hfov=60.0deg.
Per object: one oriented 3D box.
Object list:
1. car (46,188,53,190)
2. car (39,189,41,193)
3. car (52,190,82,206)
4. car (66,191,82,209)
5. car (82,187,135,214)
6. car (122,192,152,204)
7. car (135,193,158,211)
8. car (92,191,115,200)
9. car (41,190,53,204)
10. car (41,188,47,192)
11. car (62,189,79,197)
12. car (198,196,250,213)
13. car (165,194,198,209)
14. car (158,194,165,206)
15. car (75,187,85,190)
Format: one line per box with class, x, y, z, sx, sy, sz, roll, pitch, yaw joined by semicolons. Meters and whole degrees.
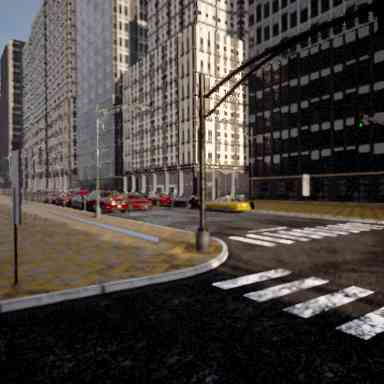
car;-30.254;-0.020;73.865;1.887;1.381;4.507;1;1;-36
car;-36.883;-0.331;82.938;1.967;1.590;4.097;1;1;-36
car;-13.802;0.791;37.153;1.887;1.381;4.507;1;1;-36
car;-10.487;0.917;32.618;1.947;1.339;4.313;1;1;-36
car;-7.167;0.770;28.078;2.192;1.841;5.009;1;1;-36
car;-7.042;0.728;42.105;1.947;1.339;4.313;1;1;-36
car;-5.331;0.899;29.932;1.882;1.535;5.008;-1;2;-36
car;-13.674;0.519;51.180;1.947;1.339;4.313;1;1;-36
car;-17.118;0.724;41.690;1.802;1.307;4.206;1;1;-36
car;-33.568;-0.228;78.401;1.967;1.590;4.097;1;1;-36
car;-23.721;0.164;64.928;1.752;1.417;4.829;1;1;-36
car;2.875;0.997;28.686;1.752;1.417;4.829;1;1;-36
car;-0.410;0.937;33.031;1.947;1.339;4.313;1;1;-36
car;-3.726;0.849;37.568;1.802;1.307;4.206;1;1;-36
car;-20.302;0.061;60.251;2.192;1.841;5.009;1;1;-36
